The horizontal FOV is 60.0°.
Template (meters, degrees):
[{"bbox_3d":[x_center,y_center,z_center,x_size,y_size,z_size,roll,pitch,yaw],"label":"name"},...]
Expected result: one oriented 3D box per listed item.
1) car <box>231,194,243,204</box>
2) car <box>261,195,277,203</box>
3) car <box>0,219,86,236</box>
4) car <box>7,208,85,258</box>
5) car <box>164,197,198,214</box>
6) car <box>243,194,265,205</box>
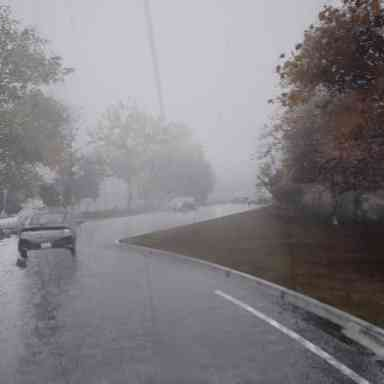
[{"bbox_3d":[8.078,1.106,55.206,2.097,1.767,4.553,-1,0,24],"label":"car"},{"bbox_3d":[13.684,1.223,59.092,1.994,1.385,4.181,-1,0,24],"label":"car"},{"bbox_3d":[-8.679,1.641,19.048,2.033,1.411,5.357,-1,0,30],"label":"car"},{"bbox_3d":[-5.535,1.549,13.286,2.128,1.511,4.902,-2,0,-17],"label":"car"},{"bbox_3d":[-1.134,1.294,35.120,2.097,1.767,4.553,-1,0,24],"label":"car"},{"bbox_3d":[9.789,1.286,50.369,2.033,1.411,5.357,-1,0,25],"label":"car"}]
